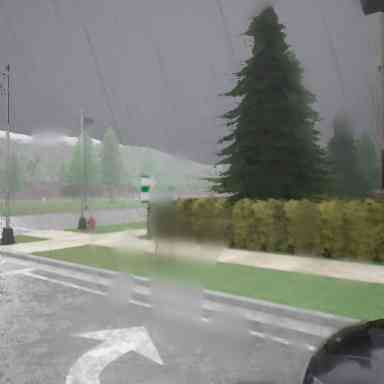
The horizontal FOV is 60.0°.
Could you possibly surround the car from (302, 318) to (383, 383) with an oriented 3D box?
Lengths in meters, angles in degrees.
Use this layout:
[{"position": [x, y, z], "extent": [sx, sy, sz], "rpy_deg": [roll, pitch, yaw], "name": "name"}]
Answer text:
[{"position": [3.121, 1.485, 1.765], "extent": [4.902, 1.511, 2.128], "rpy_deg": [0, 0, 35], "name": "car"}]
